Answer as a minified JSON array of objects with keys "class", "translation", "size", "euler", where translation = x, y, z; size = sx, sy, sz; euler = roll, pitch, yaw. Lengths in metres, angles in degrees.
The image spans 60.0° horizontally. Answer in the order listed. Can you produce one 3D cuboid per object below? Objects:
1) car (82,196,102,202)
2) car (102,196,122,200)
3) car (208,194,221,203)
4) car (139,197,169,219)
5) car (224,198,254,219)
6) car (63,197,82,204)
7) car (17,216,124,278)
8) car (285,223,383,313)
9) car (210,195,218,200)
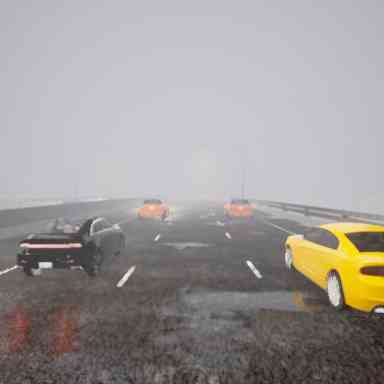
[{"class":"car","translation":[-16.583,1.454,56.889],"size":[1.812,1.442,4.674],"euler":[0,0,3]},{"class":"car","translation":[-13.103,1.420,56.338],"size":[2.128,1.511,4.902],"euler":[0,0,2]},{"class":"car","translation":[4.890,1.287,68.245],"size":[2.097,1.767,4.553],"euler":[0,0,2]},{"class":"car","translation":[-3.147,1.298,28.116],"size":[2.097,1.767,4.553],"euler":[0,0,1]},{"class":"car","translation":[3.854,1.298,28.187],"size":[2.097,1.767,4.553],"euler":[0,0,1]},{"class":"car","translation":[-20.082,1.476,56.601],"size":[2.033,1.411,5.357],"euler":[0,0,3]},{"class":"car","translation":[-3.357,1.466,10.087],"size":[2.128,1.511,4.902],"euler":[0,0,0]},{"class":"car","translation":[3.628,1.459,7.716],"size":[1.882,1.535,5.008],"euler":[0,0,0]},{"class":"car","translation":[5.910,1.472,90.126],"size":[2.163,1.488,4.792],"euler":[0,0,3]}]
